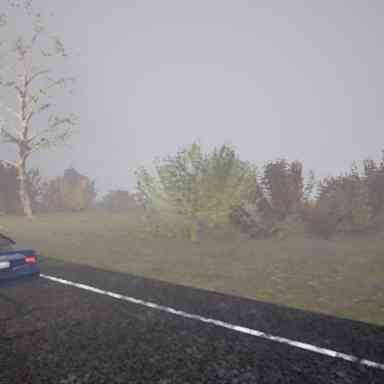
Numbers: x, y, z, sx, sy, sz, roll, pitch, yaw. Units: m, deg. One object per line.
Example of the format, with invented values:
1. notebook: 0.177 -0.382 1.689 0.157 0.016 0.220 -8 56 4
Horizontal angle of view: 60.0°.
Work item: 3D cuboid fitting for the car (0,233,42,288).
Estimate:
1. car: -5.916 1.549 8.294 5.357 1.411 2.033 0 0 36
